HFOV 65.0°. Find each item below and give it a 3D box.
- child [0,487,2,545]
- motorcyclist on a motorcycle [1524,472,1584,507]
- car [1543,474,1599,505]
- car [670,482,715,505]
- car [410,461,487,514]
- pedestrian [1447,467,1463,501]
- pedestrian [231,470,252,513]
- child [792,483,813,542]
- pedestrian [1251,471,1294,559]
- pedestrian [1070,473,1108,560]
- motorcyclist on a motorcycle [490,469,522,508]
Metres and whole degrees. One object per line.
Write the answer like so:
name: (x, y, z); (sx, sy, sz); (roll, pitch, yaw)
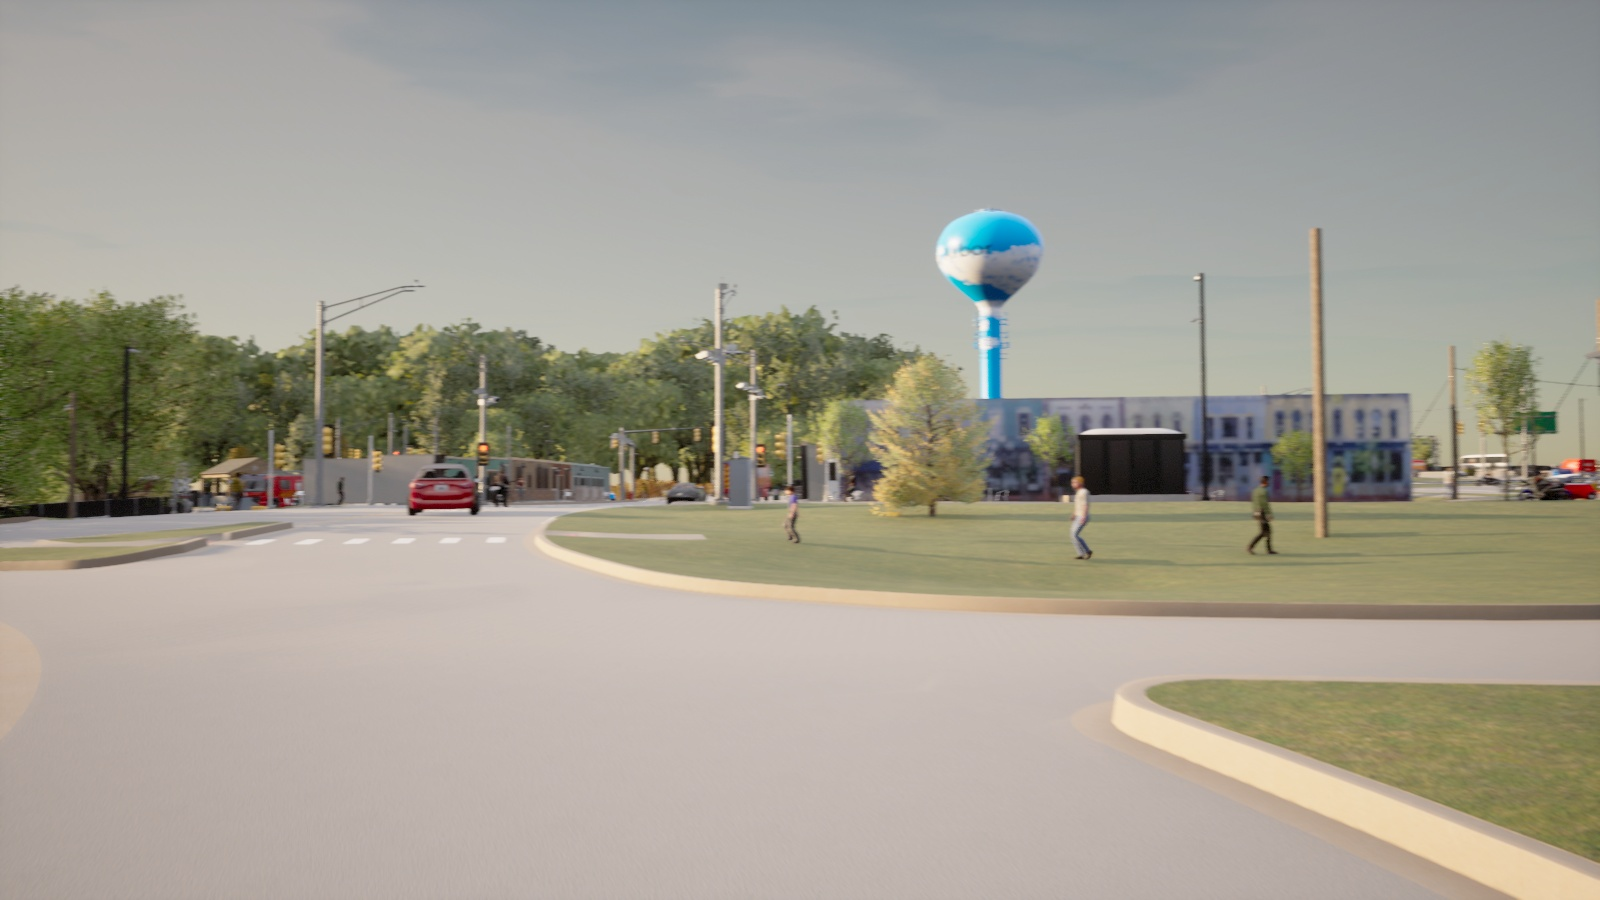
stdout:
child: (-17.689, 1.435, 27.428); (0.437, 1.263, 0.270); (-2, -3, 34)
motorcyclist on a motorcycle: (34.789, 1.835, 57.979); (2.191, 1.530, 0.866); (-2, -3, 18)
car: (36.650, 1.877, 59.271); (2.207, 1.376, 1.481); (-1, -3, -11)
car: (-6.823, 2.779, 79.820); (1.994, 1.385, 4.181); (0, -2, 7)
car: (-11.533, 1.201, 41.491); (2.242, 1.667, 4.611); (0, -1, -13)
pedestrian: (35.687, 1.871, 68.411); (0.706, 1.836, 0.354); (0, -3, -12)
pedestrian: (-24.118, 1.791, 54.269); (0.431, 1.840, 0.709); (-1, -3, 22)
child: (0.045, 1.328, 26.747); (0.437, 1.263, 0.270); (0, -2, 0)
pedestrian: (10.589, 1.455, 28.149); (0.788, 1.949, 0.423); (0, -2, 2)
pedestrian: (6.149, 1.421, 26.756); (0.706, 1.836, 0.354); (0, -2, 0)
motorcyclist on a motorcycle: (-11.770, 1.534, 50.326); (0.797, 1.523, 2.044); (0, -2, 0)
